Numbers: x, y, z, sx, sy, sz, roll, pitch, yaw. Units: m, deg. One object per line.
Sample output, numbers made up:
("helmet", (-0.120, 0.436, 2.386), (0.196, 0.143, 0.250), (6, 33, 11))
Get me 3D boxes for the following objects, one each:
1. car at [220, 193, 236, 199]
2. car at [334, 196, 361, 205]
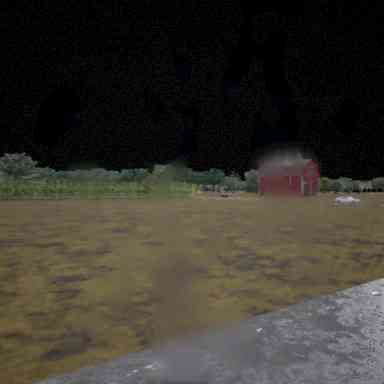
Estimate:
("car", (9.551, 1.010, 87.979), (1.837, 1.490, 4.892), (2, 0, -36))
("car", (28.644, 1.478, 61.241), (1.812, 1.442, 4.674), (2, 0, -36))
